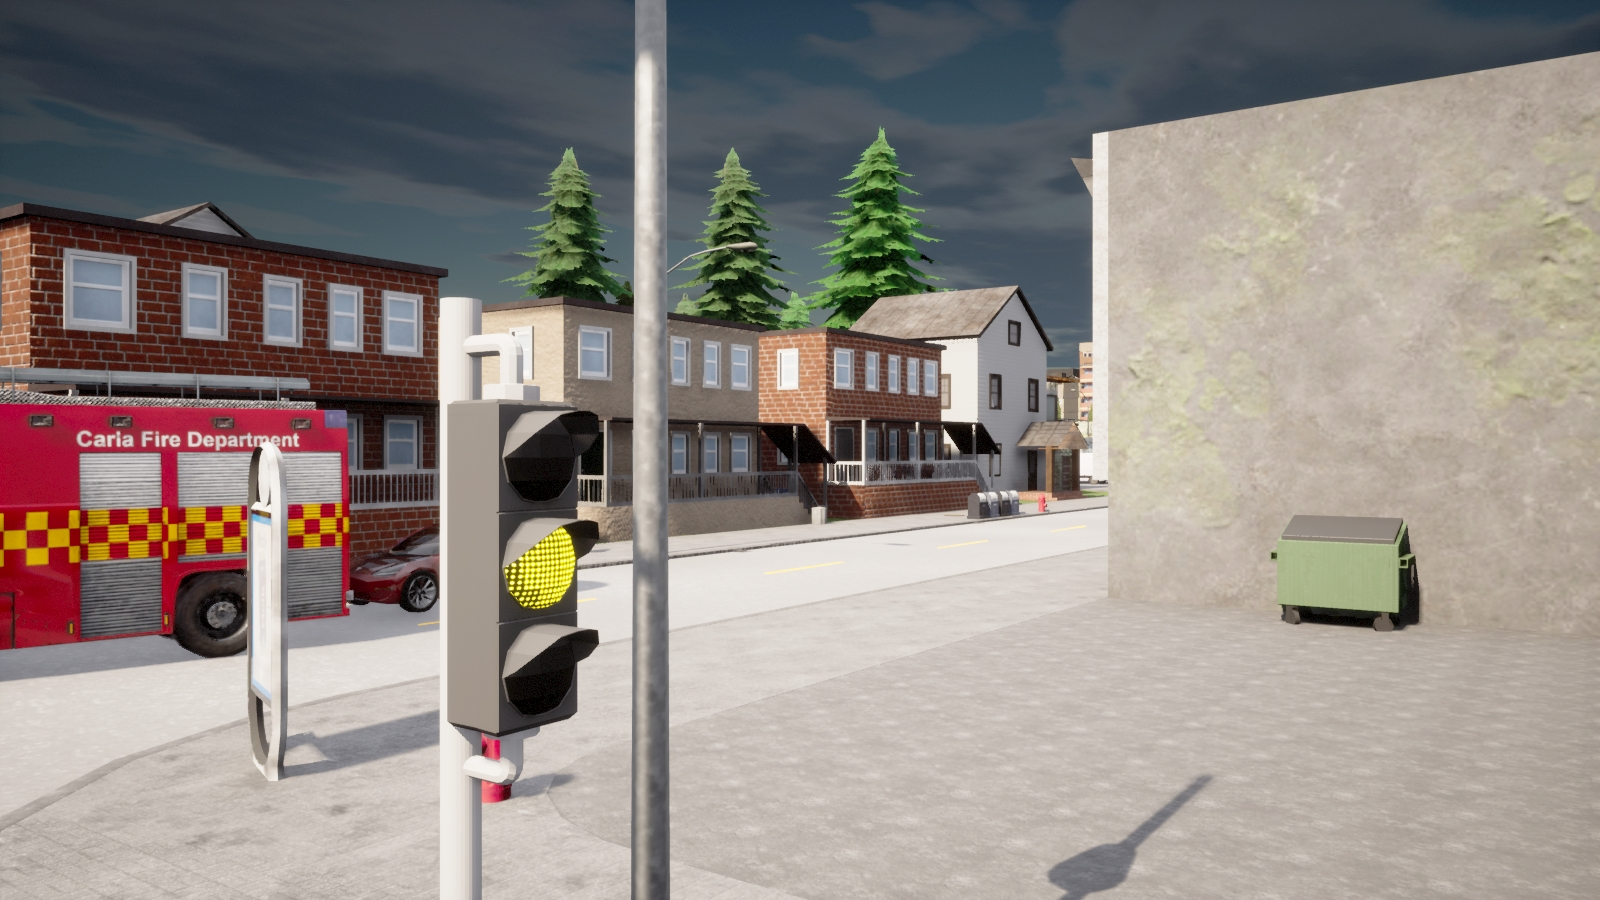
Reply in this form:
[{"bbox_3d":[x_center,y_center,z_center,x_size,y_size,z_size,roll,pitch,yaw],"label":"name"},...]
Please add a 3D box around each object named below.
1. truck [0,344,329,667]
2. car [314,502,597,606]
[{"bbox_3d":[-10.768,0.661,14.348,8.468,3.827,2.891,0,0,-42],"label":"truck"},{"bbox_3d":[-6.312,1.835,21.477,2.163,1.488,4.792,0,0,35],"label":"car"}]
